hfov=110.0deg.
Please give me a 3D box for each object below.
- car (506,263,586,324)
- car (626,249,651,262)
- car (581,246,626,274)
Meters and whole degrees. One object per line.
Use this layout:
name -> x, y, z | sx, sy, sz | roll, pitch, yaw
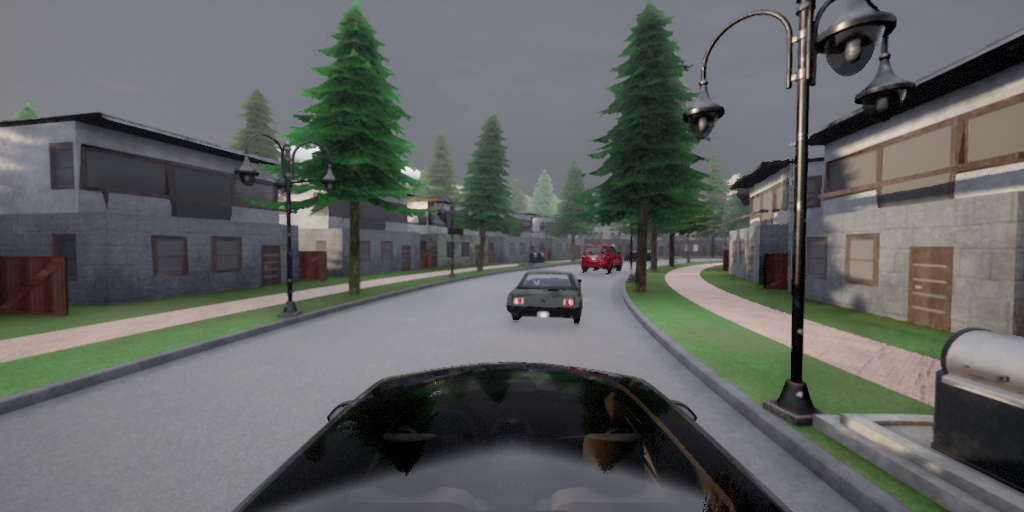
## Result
car -> 1.170, 1.086, 10.938 | 1.895, 1.301, 4.718 | 0, 2, 11
car -> 16.084, -0.132, 45.334 | 4.553, 1.767, 2.097 | -2, 2, -43
car -> 6.989, 0.233, 27.630 | 2.150, 2.045, 5.566 | 1, 2, 28
